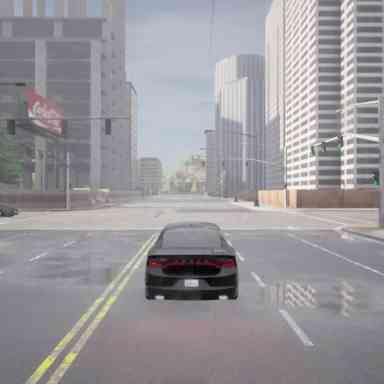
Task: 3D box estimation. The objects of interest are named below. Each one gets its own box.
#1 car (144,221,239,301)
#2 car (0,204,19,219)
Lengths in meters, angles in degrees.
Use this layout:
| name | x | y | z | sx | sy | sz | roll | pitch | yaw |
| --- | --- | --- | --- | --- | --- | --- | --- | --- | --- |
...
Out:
| name | x | y | z | sx | sy | sz | roll | pitch | yaw |
| --- | --- | --- | --- | --- | --- | --- | --- | --- | --- |
| car | -0.003 | 1.478 | 8.420 | 1.882 | 1.535 | 5.008 | 0 | 0 | 0 |
| car | -17.463 | 1.504 | 28.451 | 4.892 | 1.490 | 1.837 | 0 | 0 | -1 |
